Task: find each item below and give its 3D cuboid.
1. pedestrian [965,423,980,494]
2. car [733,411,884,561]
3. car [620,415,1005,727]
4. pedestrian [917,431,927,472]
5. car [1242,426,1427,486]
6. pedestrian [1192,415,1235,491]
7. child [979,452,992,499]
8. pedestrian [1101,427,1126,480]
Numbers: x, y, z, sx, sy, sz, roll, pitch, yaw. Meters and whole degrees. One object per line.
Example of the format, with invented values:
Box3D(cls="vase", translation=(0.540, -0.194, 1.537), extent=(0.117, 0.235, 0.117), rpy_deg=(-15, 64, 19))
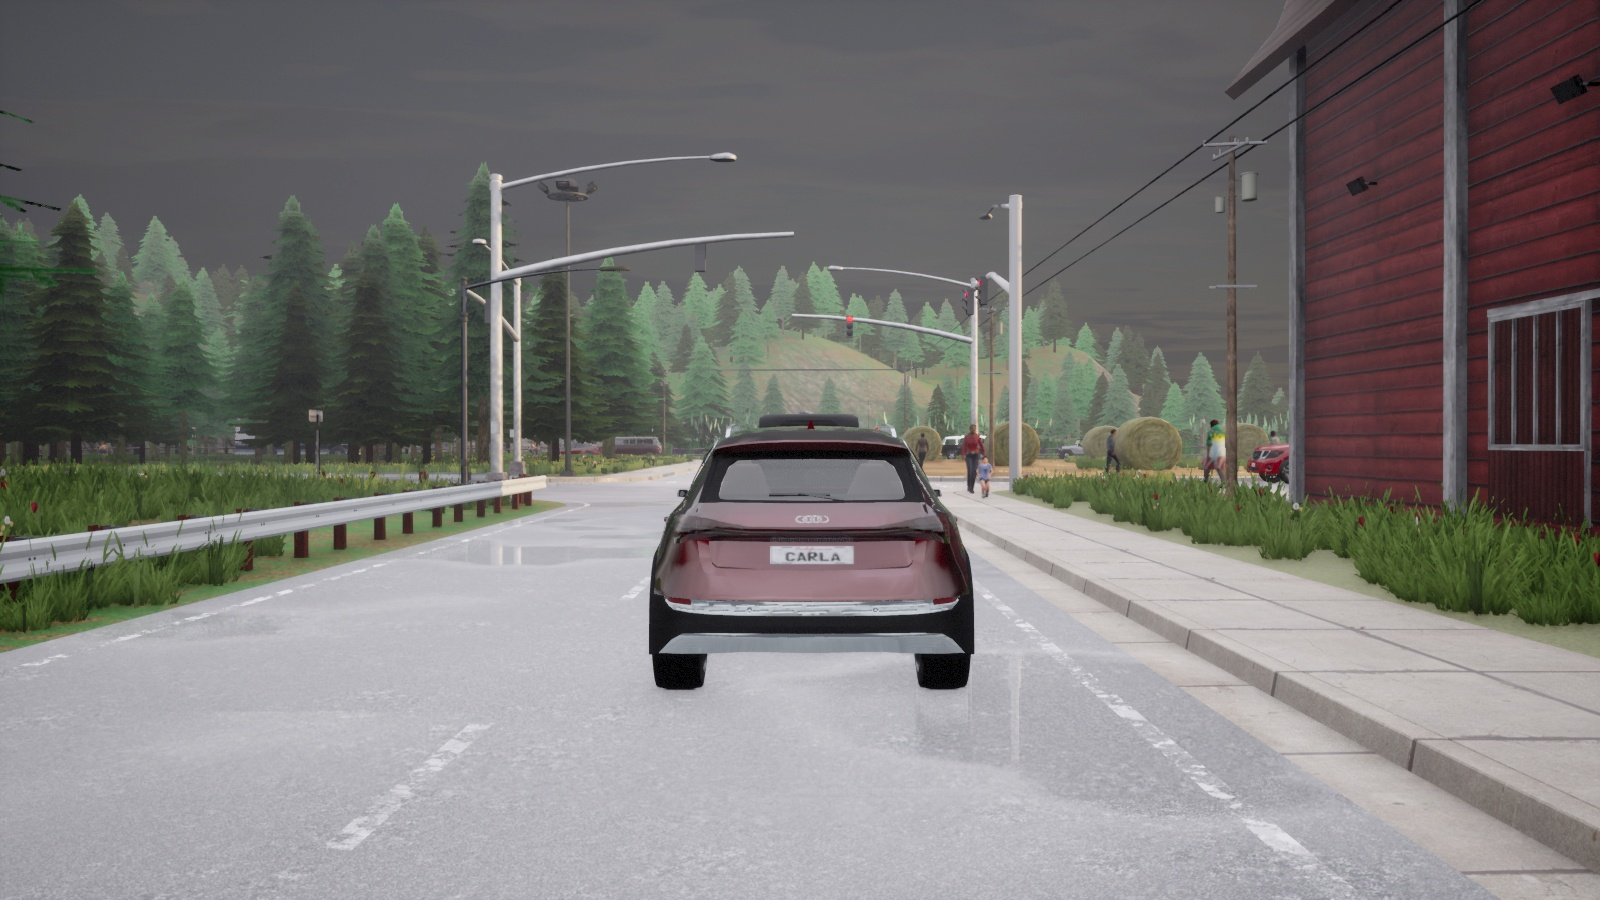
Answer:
Box3D(cls="pedestrian", translation=(4.488, 0.220, 32.743), extent=(0.331, 1.846, 0.636), rpy_deg=(0, 0, 3))
Box3D(cls="car", translation=(0.119, 0.442, 17.754), extent=(1.905, 1.878, 3.866), rpy_deg=(0, 0, 0))
Box3D(cls="car", translation=(0.069, 0.625, 9.068), extent=(2.033, 1.649, 4.856), rpy_deg=(0, 0, 0))
Box3D(cls="pedestrian", translation=(5.451, 0.077, 56.225), extent=(0.328, 1.805, 0.869), rpy_deg=(0, 0, 13))
Box3D(cls="car", translation=(18.698, 0.201, 44.092), extent=(5.566, 2.045, 2.150), rpy_deg=(0, 0, -1))
Box3D(cls="pedestrian", translation=(10.815, 0.083, 32.858), extent=(0.659, 1.952, 0.873), rpy_deg=(0, 0, -17))
Box3D(cls="child", translation=(4.441, 0.615, 30.084), extent=(0.255, 1.110, 0.394), rpy_deg=(0, 0, 1))
Box3D(cls="pedestrian", translation=(11.768, 0.125, 47.118), extent=(0.788, 1.949, 0.423), rpy_deg=(0, 0, -10))
